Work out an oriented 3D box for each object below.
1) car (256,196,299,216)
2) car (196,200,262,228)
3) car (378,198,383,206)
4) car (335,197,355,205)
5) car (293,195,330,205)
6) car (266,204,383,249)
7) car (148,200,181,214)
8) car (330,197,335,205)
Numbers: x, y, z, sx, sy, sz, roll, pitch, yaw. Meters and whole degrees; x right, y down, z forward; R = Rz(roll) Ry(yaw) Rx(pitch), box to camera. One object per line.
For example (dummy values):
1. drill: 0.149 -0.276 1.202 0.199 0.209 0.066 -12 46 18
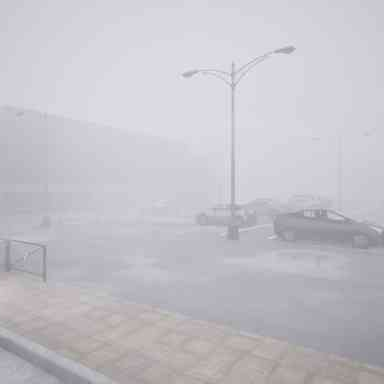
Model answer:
1. car: 5.563 1.345 26.817 5.027 1.636 2.152 0 0 35
2. car: 2.152 1.424 21.371 3.806 1.475 1.970 0 0 35
3. car: 29.351 1.576 48.383 3.806 1.475 1.970 0 0 35
4. car: 24.976 1.565 55.076 3.633 1.501 1.845 0 0 35
5. car: 12.892 1.268 37.304 3.866 1.878 1.905 0 0 35
6. car: 5.832 1.490 14.331 4.514 1.523 2.007 0 0 35
7. car: -3.146 1.702 38.905 1.812 1.442 4.674 0 0 35
8. car: 14.218 1.289 39.922 4.605 1.855 1.932 0 0 35
